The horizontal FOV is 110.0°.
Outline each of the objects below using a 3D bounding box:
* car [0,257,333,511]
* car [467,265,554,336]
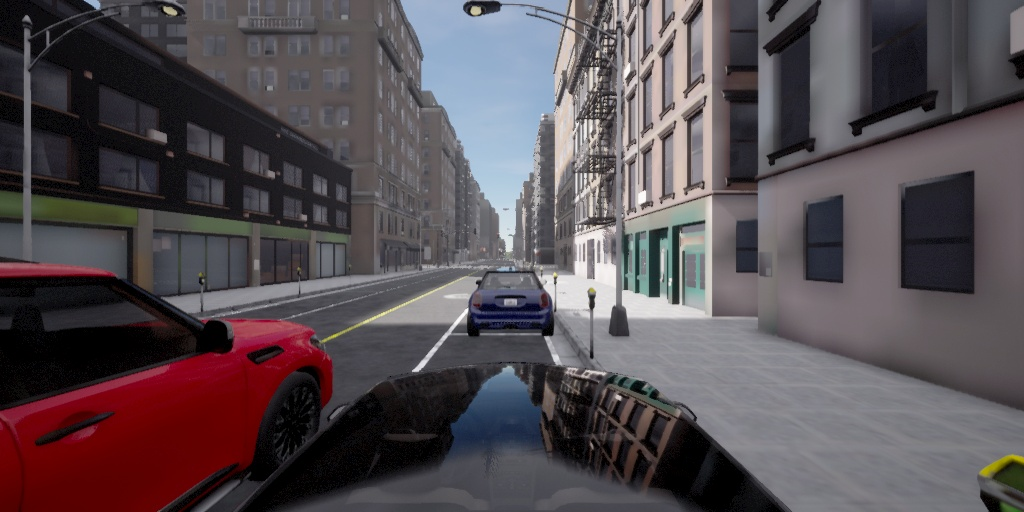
[{"bbox_3d":[-3.020,0.980,1.530,2.150,2.045,5.566,0,0,0],"label":"car"},{"bbox_3d":[-0.033,1.093,10.470,2.097,1.767,4.553,0,0,0],"label":"car"}]
